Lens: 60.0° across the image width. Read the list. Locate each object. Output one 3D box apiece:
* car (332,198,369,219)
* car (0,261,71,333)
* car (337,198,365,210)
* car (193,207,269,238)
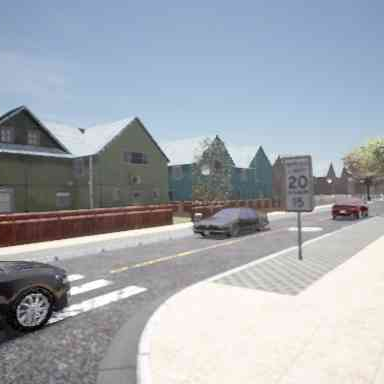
[{"bbox_3d":[12.504,1.256,26.194,1.882,1.535,5.008,-2,-1,38],"label":"car"},{"bbox_3d":[-4.183,1.572,4.749,1.837,1.490,4.892,-2,0,38],"label":"car"},{"bbox_3d":[18.622,1.372,38.739,1.895,1.301,4.718,-2,-1,38],"label":"car"},{"bbox_3d":[2.304,1.546,17.893,2.033,1.411,5.357,-2,-1,38],"label":"car"}]
